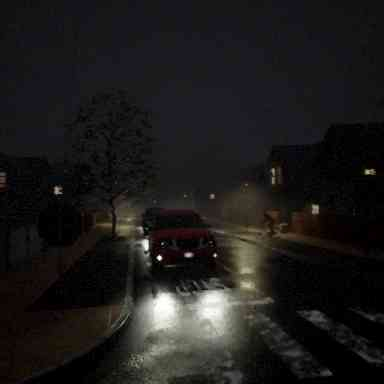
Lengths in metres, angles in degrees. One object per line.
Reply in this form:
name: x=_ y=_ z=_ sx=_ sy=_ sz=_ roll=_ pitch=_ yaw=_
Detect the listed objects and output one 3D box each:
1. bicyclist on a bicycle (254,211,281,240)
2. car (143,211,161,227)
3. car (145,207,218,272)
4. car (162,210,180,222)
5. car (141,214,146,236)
bicyclist on a bicycle: x=4.373 y=1.942 z=19.257 sx=1.656 sy=1.620 sz=0.582 roll=-1 pitch=-2 yaw=-10
car: x=-4.506 y=2.929 z=36.953 sx=1.837 sy=1.490 sz=4.892 roll=-1 pitch=-2 yaw=-9
car: x=-0.562 y=1.749 z=13.289 sx=2.150 sy=2.045 sz=5.566 roll=-1 pitch=-2 yaw=-10
car: x=-2.969 y=3.258 z=45.492 sx=1.994 sy=1.385 sz=4.181 roll=-1 pitch=-2 yaw=-10
car: x=-2.718 y=2.239 z=26.164 sx=2.150 sy=2.045 sz=5.566 roll=-1 pitch=-2 yaw=-10
